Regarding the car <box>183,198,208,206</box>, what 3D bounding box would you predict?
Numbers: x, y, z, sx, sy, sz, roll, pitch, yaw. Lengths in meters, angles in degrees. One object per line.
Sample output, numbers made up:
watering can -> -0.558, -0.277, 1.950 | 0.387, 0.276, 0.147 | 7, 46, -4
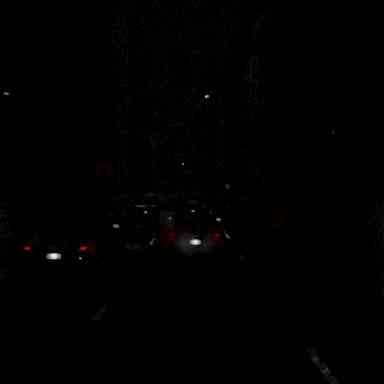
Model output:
car -> 0.236, 1.173, 25.449 | 1.812, 1.442, 4.674 | 0, 1, 3

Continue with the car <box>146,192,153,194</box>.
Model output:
car -> -9.783, 0.709, 75.907 | 1.812, 1.442, 4.674 | 0, 0, 0

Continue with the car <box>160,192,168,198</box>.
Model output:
car -> -6.532, 0.709, 75.909 | 2.128, 1.511, 4.902 | 0, 0, 0

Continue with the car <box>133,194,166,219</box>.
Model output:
car -> -3.282, 1.143, 25.093 | 2.128, 1.511, 4.902 | 0, 1, -3

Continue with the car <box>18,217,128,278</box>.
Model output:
car -> -3.158, 1.414, 9.611 | 1.994, 1.385, 4.181 | 0, 1, 0

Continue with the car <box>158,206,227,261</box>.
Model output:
car -> 0.092, 1.387, 11.569 | 1.994, 1.385, 4.181 | 0, 1, 0
